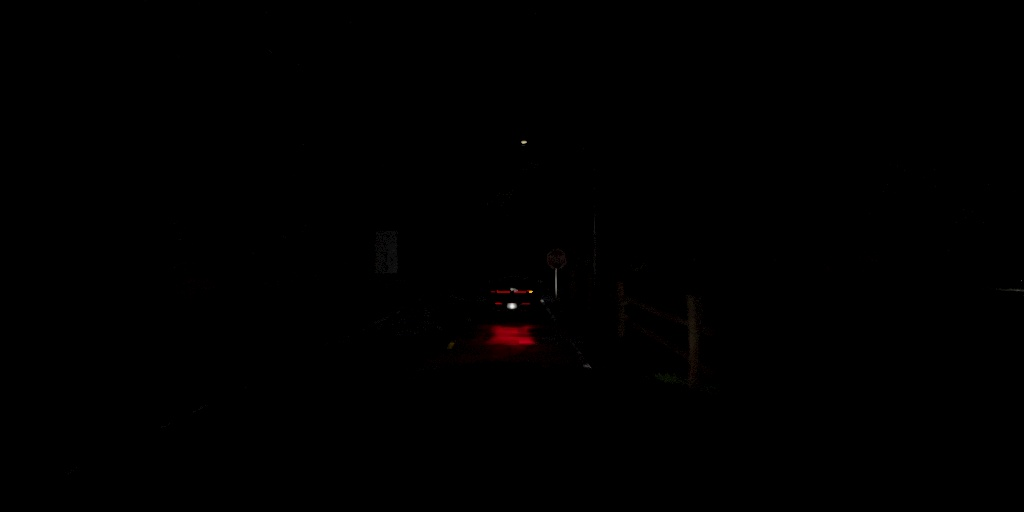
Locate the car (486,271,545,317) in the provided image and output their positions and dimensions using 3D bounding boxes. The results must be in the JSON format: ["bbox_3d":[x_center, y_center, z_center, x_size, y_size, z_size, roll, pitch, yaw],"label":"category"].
[{"bbox_3d":[0.131,1.294,13.450,1.837,1.490,4.892,0,0,3],"label":"car"}]

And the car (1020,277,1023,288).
[{"bbox_3d":[43.332,1.928,28.201,5.008,1.535,1.882,1,1,1],"label":"car"}]
